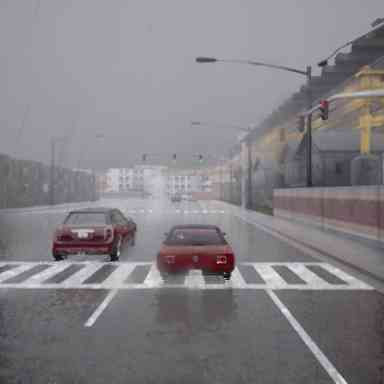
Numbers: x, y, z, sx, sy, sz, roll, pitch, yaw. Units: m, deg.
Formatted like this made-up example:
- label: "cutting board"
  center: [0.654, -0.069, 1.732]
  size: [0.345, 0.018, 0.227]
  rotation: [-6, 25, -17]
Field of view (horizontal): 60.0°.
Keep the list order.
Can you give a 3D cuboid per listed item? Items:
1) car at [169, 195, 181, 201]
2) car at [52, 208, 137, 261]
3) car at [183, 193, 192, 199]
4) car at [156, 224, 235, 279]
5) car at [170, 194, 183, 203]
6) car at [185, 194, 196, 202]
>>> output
- label: "car"
  center: [-4.427, 1.571, 86.843]
  size: [1.837, 1.490, 4.892]
  rotation: [0, 0, -17]
- label: "car"
  center: [-3.405, 1.362, 12.500]
  size: [2.097, 1.767, 4.553]
  rotation: [0, 0, 0]
- label: "car"
  center: [-1.293, 1.163, 88.724]
  size: [2.150, 2.045, 5.566]
  rotation: [0, 0, -17]
- label: "car"
  center: [0.093, 1.609, 10.037]
  size: [1.895, 1.301, 4.718]
  rotation: [0, 0, 0]
- label: "car"
  center: [-3.501, 1.537, 72.827]
  size: [1.882, 1.535, 5.008]
  rotation: [0, 0, 0]
- label: "car"
  center: [-0.031, 1.656, 78.799]
  size: [1.895, 1.301, 4.718]
  rotation: [0, 0, -3]
